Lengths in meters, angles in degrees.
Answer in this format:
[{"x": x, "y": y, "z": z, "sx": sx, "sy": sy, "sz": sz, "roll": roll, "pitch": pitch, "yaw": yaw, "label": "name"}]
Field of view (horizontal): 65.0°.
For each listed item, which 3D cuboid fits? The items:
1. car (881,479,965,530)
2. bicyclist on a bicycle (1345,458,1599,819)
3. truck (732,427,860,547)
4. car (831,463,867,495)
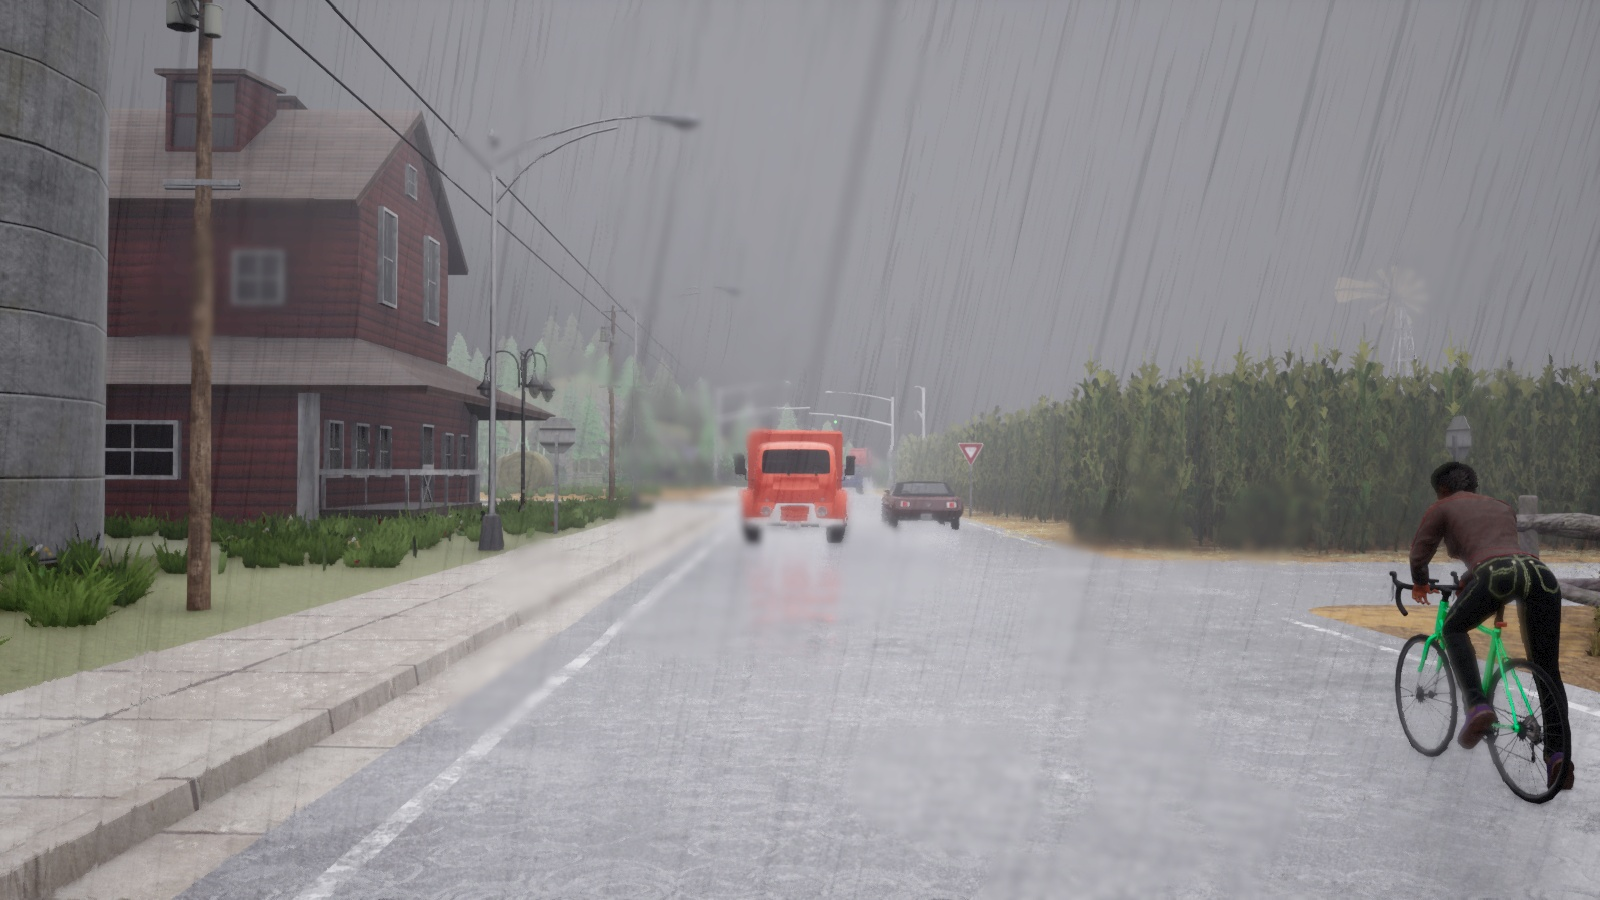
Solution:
[{"x": 3.389, "y": 1.494, "z": 35.371, "sx": 1.895, "sy": 1.301, "sz": 4.718, "roll": 0, "pitch": -1, "yaw": 0, "label": "car"}, {"x": 3.478, "y": 0.862, "z": 6.486, "sx": 0.582, "sy": 1.620, "sz": 1.656, "roll": 0, "pitch": -1, "yaw": 0, "label": "bicyclist on a bicycle"}, {"x": -0.094, "y": 0.806, "z": 28.402, "sx": 2.627, "sy": 2.467, "sz": 5.204, "roll": 0, "pitch": -1, "yaw": 0, "label": "truck"}, {"x": 3.237, "y": 1.933, "z": 84.263, "sx": 2.150, "sy": 2.045, "sz": 5.566, "roll": 0, "pitch": -1, "yaw": 0, "label": "car"}]
